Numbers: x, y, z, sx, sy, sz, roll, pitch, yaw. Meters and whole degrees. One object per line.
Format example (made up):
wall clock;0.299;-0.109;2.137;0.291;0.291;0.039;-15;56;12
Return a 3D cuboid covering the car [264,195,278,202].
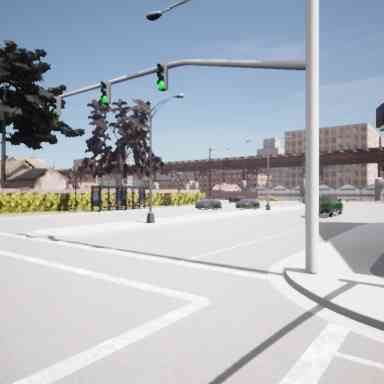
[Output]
car;17.551;1.467;77.560;5.008;1.535;1.882;0;0;36

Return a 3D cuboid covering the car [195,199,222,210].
car;2.141;1.556;42.612;1.994;1.385;4.181;0;0;36

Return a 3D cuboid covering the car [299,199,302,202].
car;24.790;1.533;67.874;5.357;1.411;2.033;0;0;36

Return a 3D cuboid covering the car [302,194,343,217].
car;12.613;1.221;31.361;2.150;2.045;5.566;0;0;36

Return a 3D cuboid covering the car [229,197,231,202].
car;9.698;1.481;65.894;4.902;1.511;2.128;0;0;37

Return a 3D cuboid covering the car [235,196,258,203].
car;11.328;1.542;69.102;4.181;1.385;1.994;0;0;36

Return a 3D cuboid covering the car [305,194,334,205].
car;23.097;1.346;60.324;4.553;1.767;2.097;0;0;37

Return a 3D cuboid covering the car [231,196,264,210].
car;7.360;1.557;43.835;1.994;1.385;4.181;0;0;36
